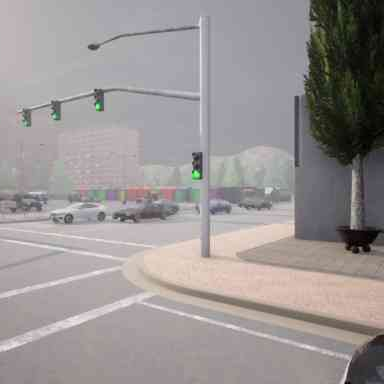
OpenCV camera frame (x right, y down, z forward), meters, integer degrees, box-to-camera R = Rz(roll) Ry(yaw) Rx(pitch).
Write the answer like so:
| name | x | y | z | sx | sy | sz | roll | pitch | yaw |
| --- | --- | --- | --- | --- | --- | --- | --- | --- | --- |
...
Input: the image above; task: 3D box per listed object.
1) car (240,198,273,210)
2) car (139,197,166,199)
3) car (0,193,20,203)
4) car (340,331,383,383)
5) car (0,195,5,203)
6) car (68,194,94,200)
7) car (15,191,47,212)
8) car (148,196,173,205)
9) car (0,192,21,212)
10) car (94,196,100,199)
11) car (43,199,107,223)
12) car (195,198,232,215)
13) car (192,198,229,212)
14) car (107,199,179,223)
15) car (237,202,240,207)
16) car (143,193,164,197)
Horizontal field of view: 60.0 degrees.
| name | x | y | z | sx | sy | sz | roll | pitch | yaw |
| --- | --- | --- | --- | --- | --- | --- | --- | --- | --- |
| car | 8.730 | 1.547 | 42.988 | 2.033 | 1.411 | 5.357 | 0 | 0 | 37 |
| car | -3.160 | 1.526 | 32.890 | 1.812 | 1.442 | 4.674 | 0 | 0 | 37 |
| car | -36.747 | 1.153 | 66.763 | 4.605 | 1.855 | 1.932 | 0 | 0 | 35 |
| car | 3.358 | 1.492 | 1.570 | 4.902 | 1.511 | 2.128 | 0 | 0 | 36 |
| car | -38.254 | 1.364 | 64.542 | 3.905 | 1.438 | 1.784 | 0 | 0 | 35 |
| car | -21.242 | 1.153 | 62.611 | 4.605 | 1.855 | 1.932 | 0 | 0 | 35 |
| car | -18.205 | 1.156 | 36.471 | 3.866 | 1.878 | 1.905 | 0 | 0 | 35 |
| car | -5.239 | 1.395 | 54.882 | 3.806 | 1.475 | 1.970 | 0 | 0 | 35 |
| car | -19.919 | 1.153 | 34.138 | 4.605 | 1.855 | 1.932 | 0 | 0 | 35 |
| car | -19.519 | 1.364 | 64.940 | 3.905 | 1.438 | 1.784 | 0 | 0 | 35 |
| car | -8.546 | 1.526 | 25.547 | 1.812 | 1.442 | 4.674 | 0 | 0 | 38 |
| car | 2.436 | 1.526 | 34.547 | 1.812 | 1.442 | 4.674 | 0 | 0 | 37 |
| car | 2.316 | 1.491 | 40.252 | 2.128 | 1.511 | 4.902 | 0 | 0 | 37 |
| car | -3.707 | 1.547 | 26.283 | 2.033 | 1.411 | 5.357 | 0 | 0 | 36 |
| car | 8.652 | 1.547 | 48.696 | 2.033 | 1.411 | 5.357 | 0 | 0 | 37 |
| car | -6.918 | 1.156 | 52.523 | 3.866 | 1.878 | 1.905 | 0 | 0 | 35 |
